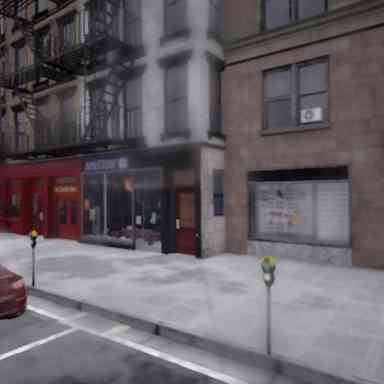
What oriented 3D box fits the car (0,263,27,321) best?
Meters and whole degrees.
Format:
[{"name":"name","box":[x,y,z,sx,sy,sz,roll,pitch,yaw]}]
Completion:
[{"name":"car","box":[-4.678,1.650,6.143,4.206,1.307,1.802,-1,0,35]}]
